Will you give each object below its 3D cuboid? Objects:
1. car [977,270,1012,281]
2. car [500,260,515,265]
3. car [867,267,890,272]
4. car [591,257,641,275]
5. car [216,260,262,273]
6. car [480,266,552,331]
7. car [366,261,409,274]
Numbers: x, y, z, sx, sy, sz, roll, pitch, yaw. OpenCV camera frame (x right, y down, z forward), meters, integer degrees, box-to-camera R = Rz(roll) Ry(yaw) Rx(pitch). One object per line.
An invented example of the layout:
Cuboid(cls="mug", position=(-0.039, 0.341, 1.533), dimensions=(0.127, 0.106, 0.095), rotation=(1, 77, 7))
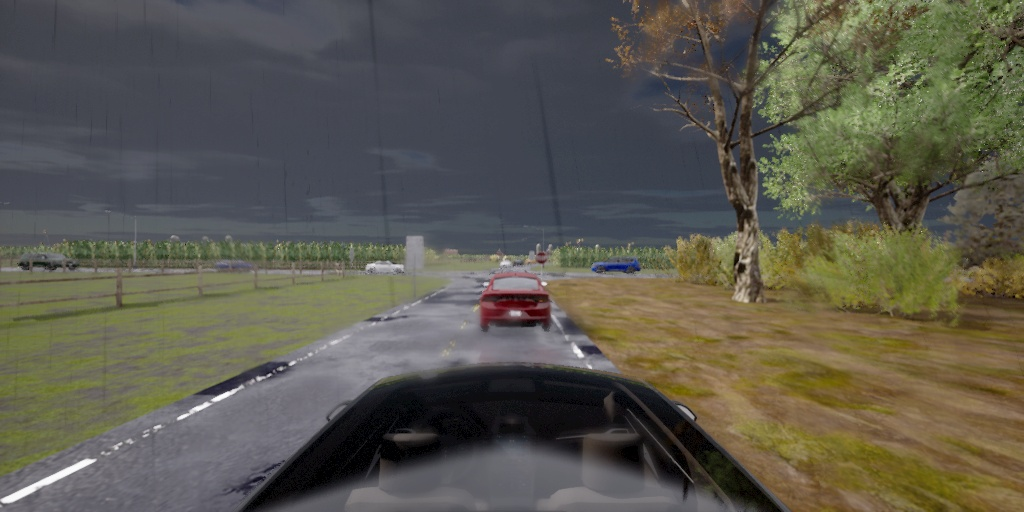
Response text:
Cuboid(cls="car", position=(48.587, 1.679, 34.503), dimensions=(5.357, 1.411, 2.033), rotation=(0, 0, 8))
Cuboid(cls="car", position=(-1.043, 1.455, 64.376), dimensions=(1.812, 1.442, 4.674), rotation=(0, 0, 7))
Cuboid(cls="car", position=(39.671, 1.703, 39.262), dimensions=(4.718, 1.301, 1.895), rotation=(0, 0, 7))
Cuboid(cls="car", position=(12.142, 1.166, 42.045), dimensions=(5.566, 2.045, 2.150), rotation=(0, 0, 5))
Cuboid(cls="car", position=(-31.178, 1.161, 40.958), dimensions=(4.674, 1.442, 1.812), rotation=(0, 0, 2))
Cuboid(cls="car", position=(0.102, 1.251, 11.174), dimensions=(1.882, 1.535, 5.008), rotation=(0, 0, 0))
Cuboid(cls="car", position=(-13.937, 1.283, 40.150), dimensions=(4.674, 1.442, 1.812), rotation=(0, 0, 3))
